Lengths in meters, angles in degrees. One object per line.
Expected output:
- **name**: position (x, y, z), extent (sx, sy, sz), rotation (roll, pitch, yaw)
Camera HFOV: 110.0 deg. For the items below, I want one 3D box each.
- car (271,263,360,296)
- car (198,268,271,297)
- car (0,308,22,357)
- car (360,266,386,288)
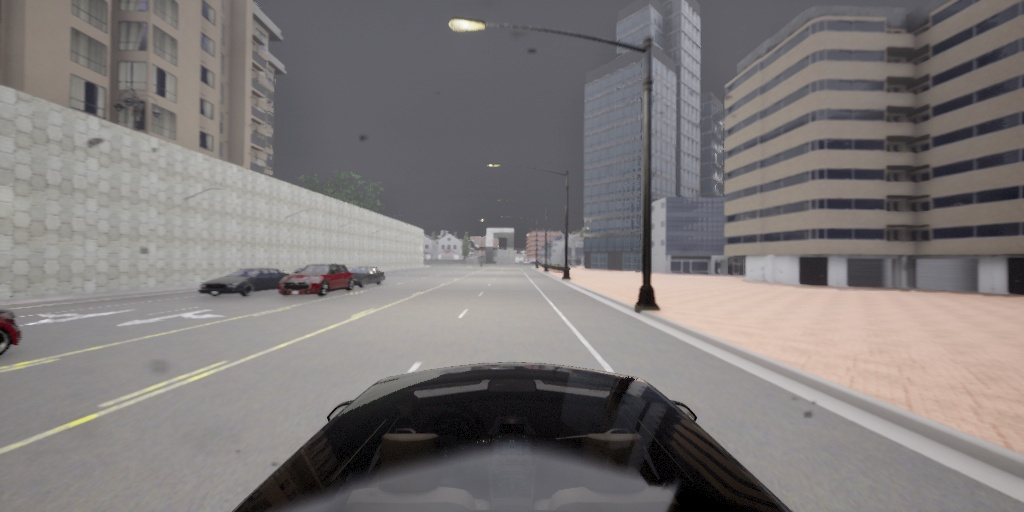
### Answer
- **car**: position (-10.490, 1.192, 19.607), extent (2.097, 1.767, 4.553), rotation (0, -1, 0)
- **car**: position (-13.992, 1.345, 19.534), extent (2.033, 1.411, 5.357), rotation (0, 0, 0)
- **car**: position (-10.602, 1.257, 5.225), extent (1.994, 1.385, 4.181), rotation (0, -1, 0)
- **car**: position (-10.551, 1.417, 25.157), extent (2.033, 1.411, 5.357), rotation (0, 0, 1)
